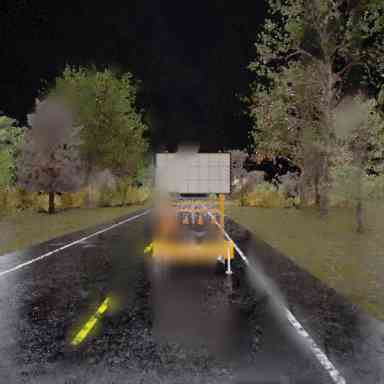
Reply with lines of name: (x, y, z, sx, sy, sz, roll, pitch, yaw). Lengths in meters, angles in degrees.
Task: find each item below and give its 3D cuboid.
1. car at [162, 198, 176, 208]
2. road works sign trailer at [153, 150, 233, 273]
car: (-3.333, 1.615, 49.264, 2.033, 1.411, 5.357, 0, 0, 0)
road works sign trailer: (0.040, 0.469, 10.645, 2.380, 3.560, 2.880, 0, 0, 0)
